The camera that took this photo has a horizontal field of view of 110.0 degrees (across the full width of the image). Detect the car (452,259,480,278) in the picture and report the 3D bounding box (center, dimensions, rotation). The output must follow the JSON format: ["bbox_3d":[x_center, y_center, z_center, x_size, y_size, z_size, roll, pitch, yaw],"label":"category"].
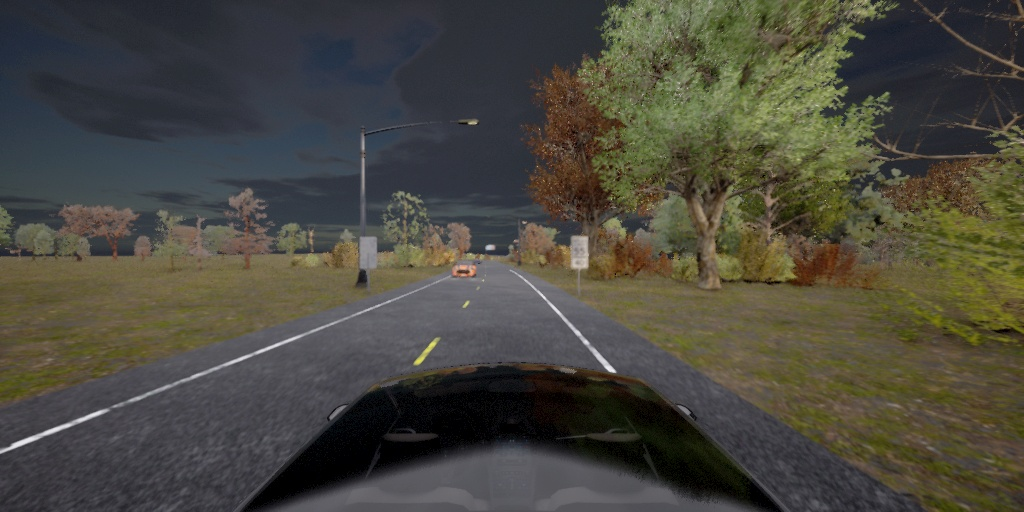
[{"bbox_3d":[-4.493,1.131,34.365,2.097,1.767,4.553,0,0,-3],"label":"car"}]
